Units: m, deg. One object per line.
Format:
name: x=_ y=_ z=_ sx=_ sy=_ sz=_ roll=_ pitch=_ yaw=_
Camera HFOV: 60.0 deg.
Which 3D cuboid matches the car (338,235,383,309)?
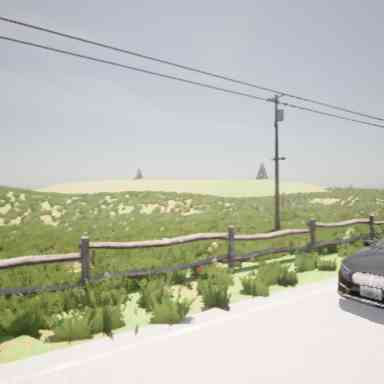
car: x=5.101 y=1.485 z=7.163 sx=4.902 sy=1.511 sz=2.128 roll=0 pitch=0 yaw=-35
